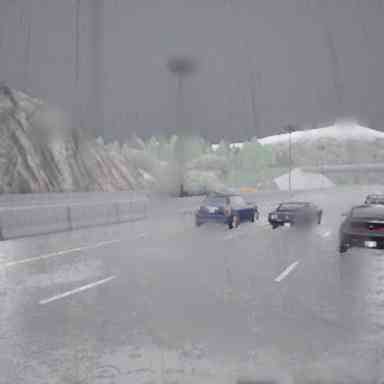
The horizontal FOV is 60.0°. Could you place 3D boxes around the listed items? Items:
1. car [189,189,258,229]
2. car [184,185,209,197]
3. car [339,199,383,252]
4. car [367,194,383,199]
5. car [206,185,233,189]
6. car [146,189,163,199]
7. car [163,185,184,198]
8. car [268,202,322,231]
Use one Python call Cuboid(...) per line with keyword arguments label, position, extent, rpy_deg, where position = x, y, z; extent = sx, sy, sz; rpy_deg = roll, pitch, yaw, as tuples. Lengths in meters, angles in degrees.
Cuboid(label="car", position=(2.021, 0.898, 18.221), extent=(2.097, 1.767, 4.553), rpy_deg=(1, 2, 30))
Cuboid(label="car", position=(1.533, 0.093, 45.966), extent=(2.150, 2.045, 5.566), rpy_deg=(1, 1, 30))
Cuboid(label="car", position=(6.390, 1.198, 11.755), extent=(1.837, 1.490, 4.892), rpy_deg=(1, 2, 30))
Cuboid(label="car", position=(16.006, 0.856, 28.664), extent=(1.895, 1.301, 4.718), rpy_deg=(1, 2, 30))
Cuboid(label="car", position=(4.159, 0.274, 43.526), extent=(2.097, 1.767, 4.553), rpy_deg=(1, 2, 30))
Cuboid(label="car", position=(-4.746, 0.301, 49.099), extent=(2.128, 1.511, 4.902), rpy_deg=(1, 2, 30))
Cuboid(label="car", position=(-1.372, 0.053, 47.931), extent=(2.150, 2.045, 5.566), rpy_deg=(1, 1, 30))
Cuboid(label="car", position=(5.513, 1.161, 17.274), extent=(1.895, 1.301, 4.718), rpy_deg=(1, 2, 30))
